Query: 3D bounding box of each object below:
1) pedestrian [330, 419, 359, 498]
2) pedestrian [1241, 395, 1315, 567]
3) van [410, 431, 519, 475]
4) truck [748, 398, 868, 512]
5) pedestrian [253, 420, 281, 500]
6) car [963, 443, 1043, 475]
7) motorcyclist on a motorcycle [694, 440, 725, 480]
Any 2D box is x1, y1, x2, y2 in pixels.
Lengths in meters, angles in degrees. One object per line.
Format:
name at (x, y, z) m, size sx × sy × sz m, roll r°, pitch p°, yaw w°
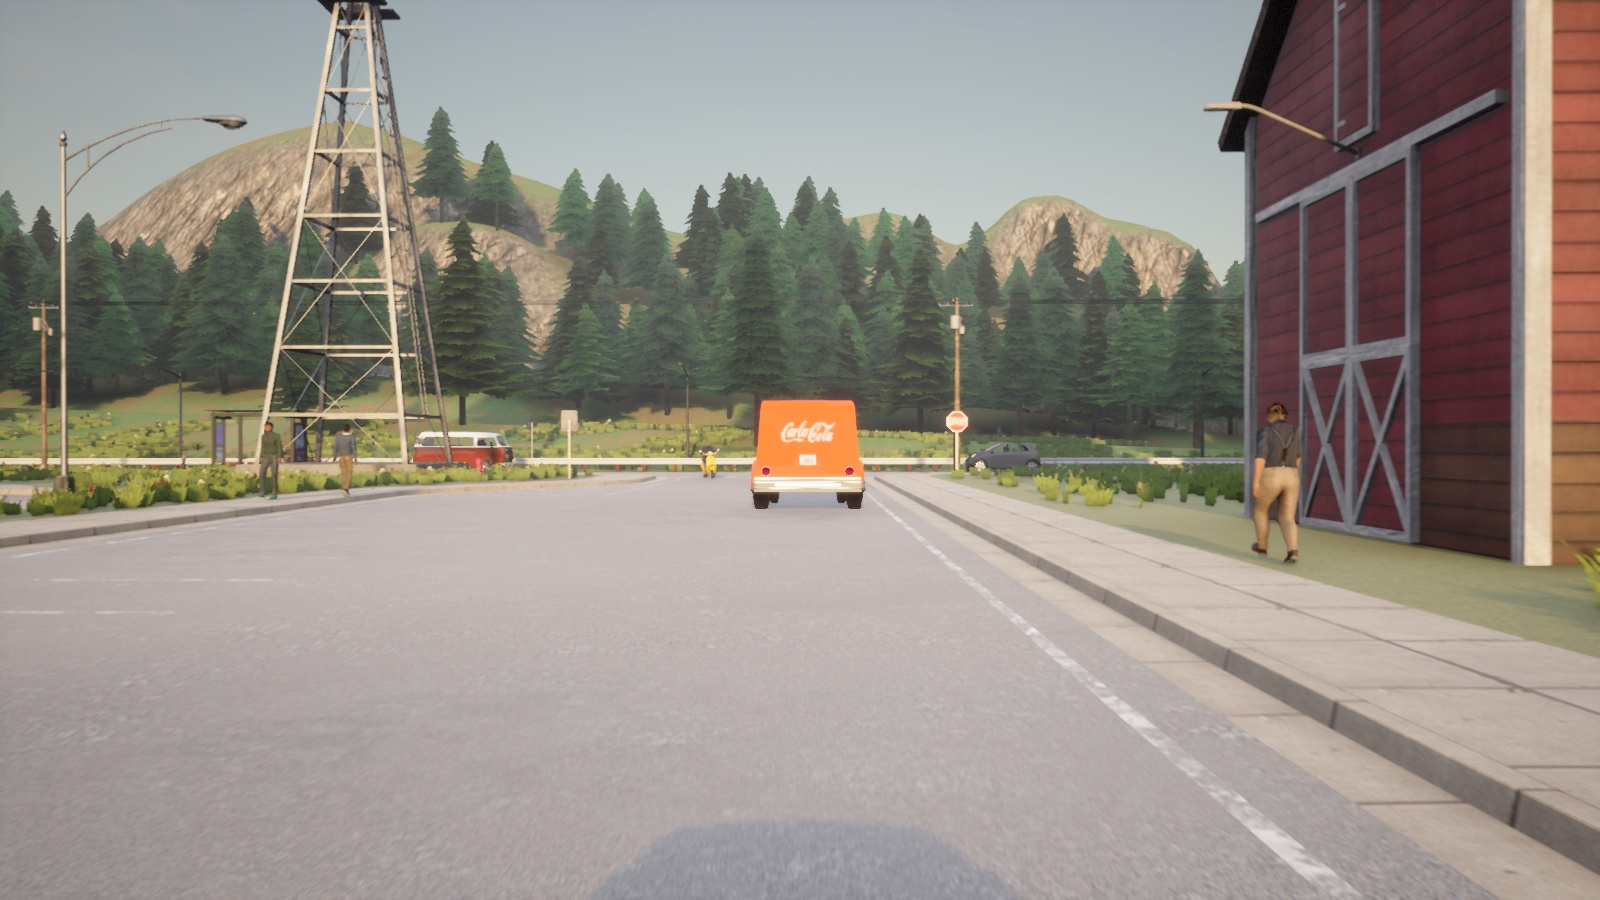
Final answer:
pedestrian at (-11.390, 0.215, 31.427) m, size 0.423 × 1.949 × 0.788 m, roll 0°, pitch 0°, yaw 1°
pedestrian at (5.261, 0.327, 13.848) m, size 0.540 × 1.848 × 0.694 m, roll 0°, pitch 0°, yaw -2°
van at (-15.606, 0.127, 58.535) m, size 4.480 × 2.038 × 2.069 m, roll 0°, pitch 0°, yaw 1°
truck at (0.187, 0.091, 29.955) m, size 2.627 × 2.467 × 5.204 m, roll 0°, pitch 0°, yaw 0°
pedestrian at (-12.342, 0.228, 29.096) m, size 0.353 × 1.847 × 0.614 m, roll 0°, pitch 0°, yaw 5°
car at (9.900, 0.423, 61.442) m, size 3.633 × 1.501 × 1.845 m, roll 0°, pitch 0°, yaw 1°
motorcyclist on a motorcycle at (-3.778, 0.402, 52.368) m, size 0.866 × 1.590 × 1.817 m, roll -2°, pitch 1°, yaw -16°
